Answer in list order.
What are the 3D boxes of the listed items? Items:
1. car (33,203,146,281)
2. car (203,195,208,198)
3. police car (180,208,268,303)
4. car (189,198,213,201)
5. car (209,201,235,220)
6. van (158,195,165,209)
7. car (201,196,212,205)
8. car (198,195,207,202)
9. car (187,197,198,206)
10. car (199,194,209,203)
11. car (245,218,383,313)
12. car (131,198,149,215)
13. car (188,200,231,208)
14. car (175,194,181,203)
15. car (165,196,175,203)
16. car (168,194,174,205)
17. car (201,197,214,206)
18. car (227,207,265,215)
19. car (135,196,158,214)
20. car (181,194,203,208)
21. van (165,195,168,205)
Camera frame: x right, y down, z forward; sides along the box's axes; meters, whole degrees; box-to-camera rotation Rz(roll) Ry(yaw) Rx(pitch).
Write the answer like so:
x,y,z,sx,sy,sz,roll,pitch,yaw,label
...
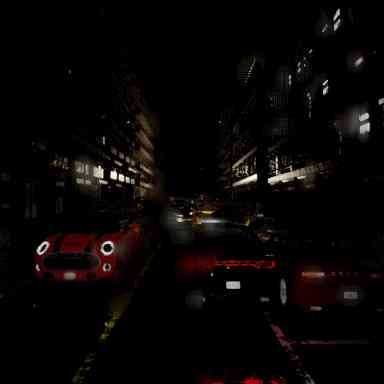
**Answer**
x,y,z,sx,sy,sz,roll,pitch,yaw,label
-2.838,1.361,9.979,2.097,1.767,4.553,0,0,0,car
2.646,1.644,51.894,1.887,1.381,4.507,1,0,0,car
0.720,1.432,8.425,1.930,1.638,5.238,0,0,0,police car
0.855,1.486,24.514,1.801,1.575,5.366,0,0,0,car
2.620,1.587,29.770,1.887,1.381,4.507,1,0,0,car
-5.235,1.423,46.433,1.690,1.788,3.998,2,0,0,van
2.669,1.579,62.956,1.967,1.590,4.097,1,0,0,car
2.653,1.674,85.081,1.967,1.590,4.097,1,0,0,car
0.071,1.602,59.044,1.882,1.535,5.008,0,0,0,car
2.643,1.498,74.018,2.192,1.841,5.009,1,0,0,car
2.594,1.551,7.648,1.887,1.381,4.507,1,0,0,car
-5.259,1.567,29.673,1.752,1.417,4.829,2,0,0,car
0.848,1.476,18.511,1.801,1.575,5.366,0,0,0,car
-2.664,1.680,72.365,1.837,1.490,4.892,0,0,0,car
-5.203,1.774,79.617,1.947,1.339,4.313,1,0,0,car
-5.216,1.454,63.026,2.192,1.841,5.009,1,0,0,car
2.653,1.663,57.424,1.887,1.381,4.507,1,0,0,car
2.602,1.538,13.350,1.752,1.417,4.829,1,0,0,car
-5.247,1.369,35.375,2.192,1.841,5.009,2,0,0,car
0.059,1.298,44.752,2.150,2.045,5.566,0,0,0,car
-5.229,1.441,51.965,1.690,1.788,3.998,1,0,0,van
